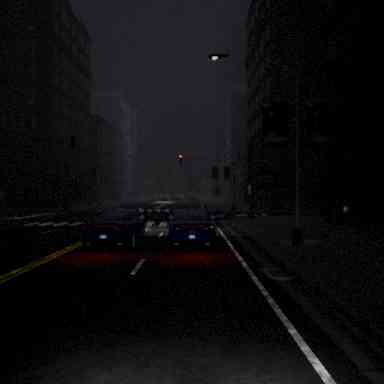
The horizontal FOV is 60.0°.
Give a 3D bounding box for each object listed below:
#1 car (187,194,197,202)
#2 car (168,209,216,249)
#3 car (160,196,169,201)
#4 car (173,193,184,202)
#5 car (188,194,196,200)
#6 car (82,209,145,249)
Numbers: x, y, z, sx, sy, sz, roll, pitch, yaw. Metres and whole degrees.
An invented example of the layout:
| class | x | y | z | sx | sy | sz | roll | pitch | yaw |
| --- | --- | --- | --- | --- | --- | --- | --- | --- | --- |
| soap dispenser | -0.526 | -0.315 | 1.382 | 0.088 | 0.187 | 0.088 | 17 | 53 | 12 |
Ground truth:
| class | x | y | z | sx | sy | sz | roll | pitch | yaw |
| --- | --- | --- | --- | --- | --- | --- | --- | --- | --- |
| car | 0.000 | 1.284 | 73.796 | 2.097 | 1.767 | 4.553 | 0 | 0 | 0 |
| car | 0.000 | 1.484 | 14.650 | 1.882 | 1.535 | 5.008 | 0 | 0 | 0 |
| car | -6.500 | 1.530 | 78.410 | 1.895 | 1.301 | 4.718 | 0 | 0 | 0 |
| car | -3.250 | 1.506 | 73.440 | 1.895 | 1.301 | 4.718 | 0 | 0 | 0 |
| car | 0.000 | 1.329 | 87.161 | 1.882 | 1.535 | 5.008 | 0 | 0 | 0 |
| car | -3.250 | 1.484 | 14.650 | 1.882 | 1.535 | 5.008 | 0 | 0 | 0 |
